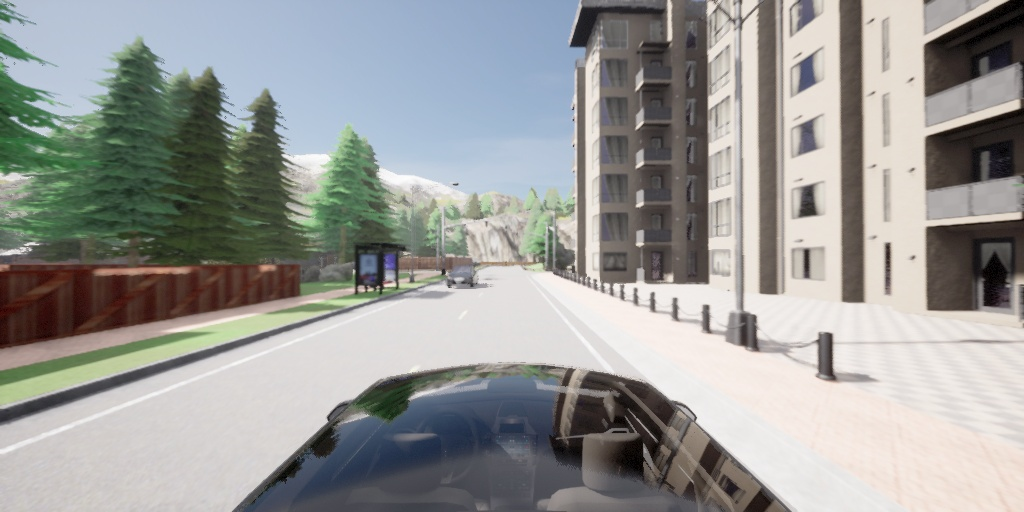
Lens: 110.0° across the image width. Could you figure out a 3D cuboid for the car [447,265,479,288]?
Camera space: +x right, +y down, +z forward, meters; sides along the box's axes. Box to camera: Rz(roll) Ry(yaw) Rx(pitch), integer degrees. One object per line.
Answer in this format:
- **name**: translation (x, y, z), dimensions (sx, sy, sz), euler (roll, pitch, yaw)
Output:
- **car**: translation (-3.503, 1.434, 26.086), dimensions (2.128, 1.511, 4.902), euler (0, 0, 0)
